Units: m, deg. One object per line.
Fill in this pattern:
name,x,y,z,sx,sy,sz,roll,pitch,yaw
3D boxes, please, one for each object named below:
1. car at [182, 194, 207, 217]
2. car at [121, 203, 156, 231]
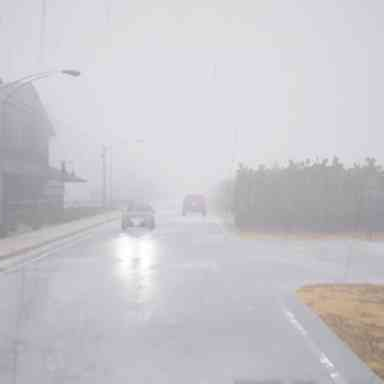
car,0.212,1.200,31.756,2.150,2.045,5.566,0,0,1
car,-3.278,1.479,20.679,2.128,1.511,4.902,0,0,-6
